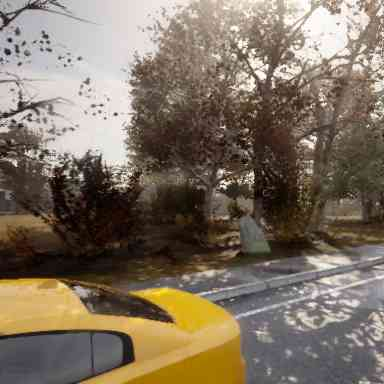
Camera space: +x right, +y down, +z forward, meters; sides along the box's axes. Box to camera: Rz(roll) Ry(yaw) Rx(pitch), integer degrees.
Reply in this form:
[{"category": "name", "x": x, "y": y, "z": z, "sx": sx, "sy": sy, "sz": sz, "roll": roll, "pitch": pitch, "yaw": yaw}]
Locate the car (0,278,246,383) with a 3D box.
[{"category": "car", "x": -1.853, "y": 1.476, "z": 2.235, "sx": 5.008, "sy": 1.535, "sz": 1.882, "roll": 1, "pitch": -1, "yaw": -35}]
